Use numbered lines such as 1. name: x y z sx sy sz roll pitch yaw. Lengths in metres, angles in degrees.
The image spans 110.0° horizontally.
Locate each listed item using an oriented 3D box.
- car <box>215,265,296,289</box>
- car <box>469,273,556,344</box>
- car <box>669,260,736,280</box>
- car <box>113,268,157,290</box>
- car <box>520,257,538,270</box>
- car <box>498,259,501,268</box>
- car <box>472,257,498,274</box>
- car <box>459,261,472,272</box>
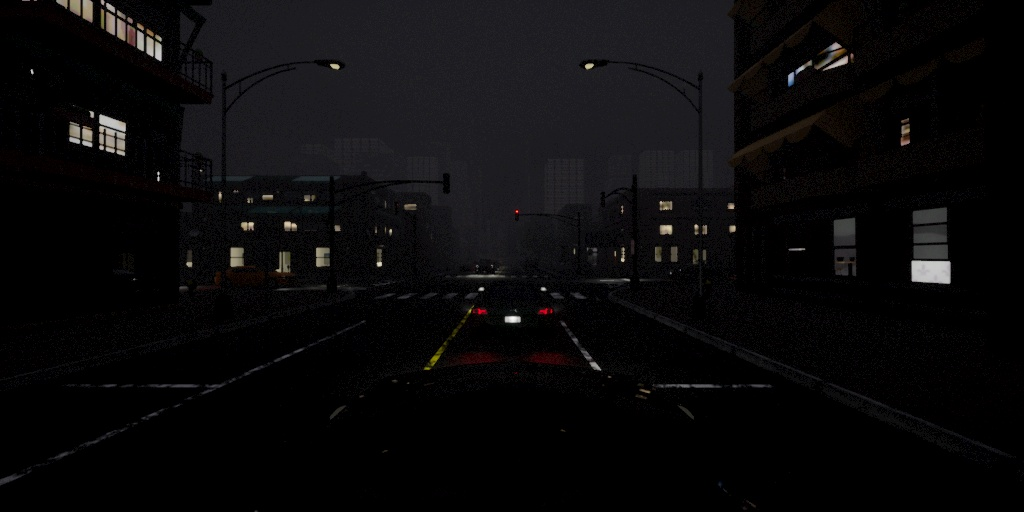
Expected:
1. car: -17.783 1.419 25.014 5.008 1.535 1.882 -1 0 0
2. car: 0.014 1.315 9.611 1.994 1.385 4.181 0 0 0
3. car: 14.953 1.060 28.214 4.902 1.511 2.128 -1 0 0
4. car: -27.695 1.585 25.015 4.674 1.442 1.812 -1 0 0
5. car: 2.721 1.089 52.004 2.192 1.841 5.009 0 0 0
6. car: -3.067 1.320 50.227 2.033 1.411 5.357 0 0 0
7. car: -3.012 1.115 40.674 2.097 1.767 4.553 0 0 -2
8. car: -5.751 1.313 46.488 1.888 1.381 4.507 0 0 0
